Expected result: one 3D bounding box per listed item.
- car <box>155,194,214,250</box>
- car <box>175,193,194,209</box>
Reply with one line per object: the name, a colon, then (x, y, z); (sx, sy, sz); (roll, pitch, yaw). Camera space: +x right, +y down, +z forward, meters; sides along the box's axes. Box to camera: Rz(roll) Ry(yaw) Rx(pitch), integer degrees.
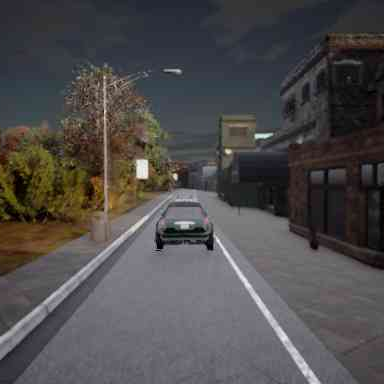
car: (-0.307, 1.168, 13.637); (2.097, 1.767, 4.553); (0, 1, -2)
car: (-0.754, 0.902, 34.724); (1.895, 1.301, 4.718); (0, 2, -1)
